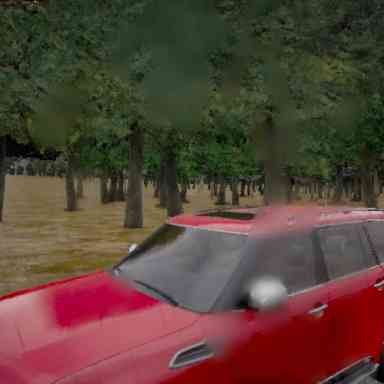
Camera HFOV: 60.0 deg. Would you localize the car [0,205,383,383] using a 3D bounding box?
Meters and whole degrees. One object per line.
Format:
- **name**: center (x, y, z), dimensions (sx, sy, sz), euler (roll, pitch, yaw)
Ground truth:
- **car**: center (0.582, 1.222, 3.797), dimensions (5.566, 2.045, 2.150), euler (0, 0, -36)
